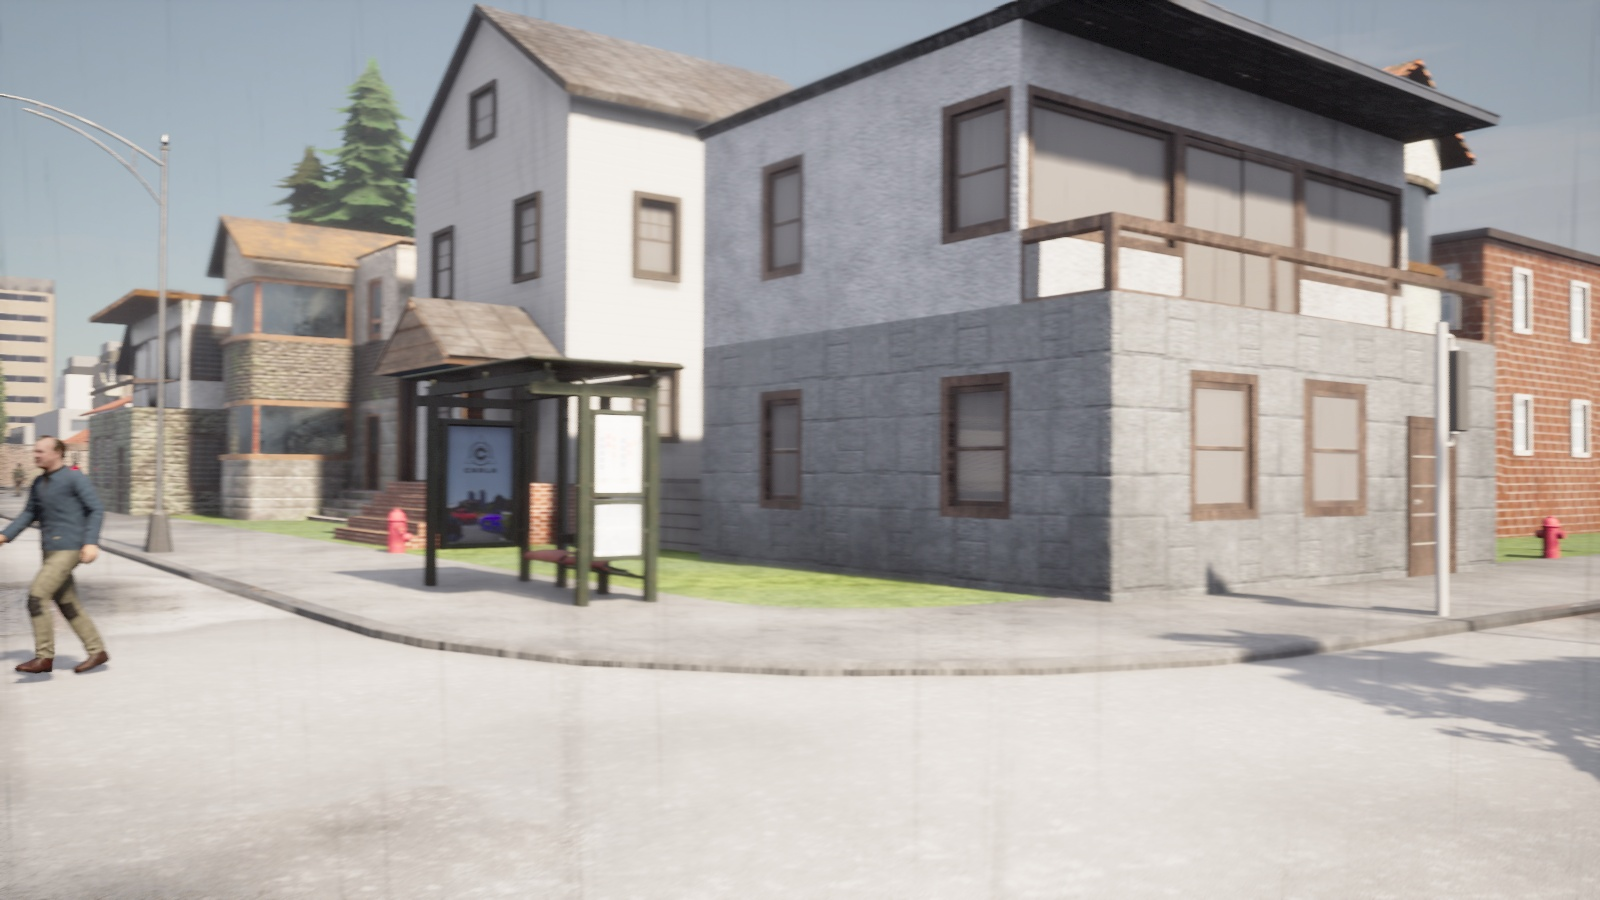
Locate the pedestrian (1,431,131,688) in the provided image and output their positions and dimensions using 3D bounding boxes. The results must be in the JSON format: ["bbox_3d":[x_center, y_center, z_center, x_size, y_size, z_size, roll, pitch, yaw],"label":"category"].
[{"bbox_3d":[-5.498,0.795,9.430,0.402,1.842,0.726,-1,-1,29],"label":"pedestrian"}]

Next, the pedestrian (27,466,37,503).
[{"bbox_3d":[-40.229,1.825,65.778,0.395,1.930,0.692,1,-1,-37],"label":"pedestrian"}]
